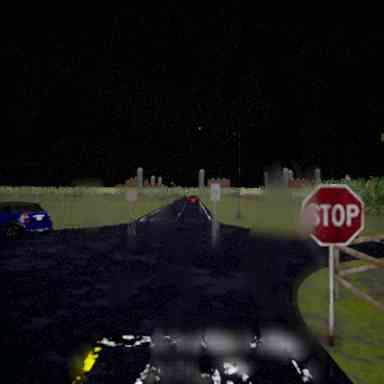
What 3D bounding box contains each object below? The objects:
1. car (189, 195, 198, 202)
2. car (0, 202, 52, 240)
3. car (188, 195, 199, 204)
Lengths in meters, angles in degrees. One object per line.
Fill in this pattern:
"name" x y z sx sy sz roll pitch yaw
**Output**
"car" 0.297 1.376 70.775 1.895 1.301 4.718 0 0 0
"car" -9.277 1.259 16.300 4.553 1.767 2.097 0 0 16
"car" 0.253 1.375 60.324 1.882 1.535 5.008 0 0 0
